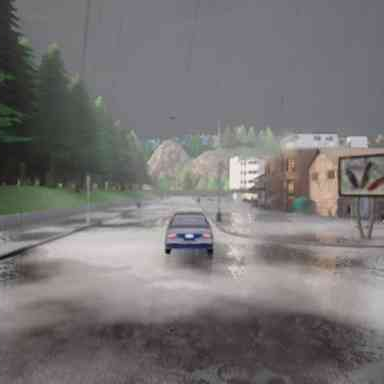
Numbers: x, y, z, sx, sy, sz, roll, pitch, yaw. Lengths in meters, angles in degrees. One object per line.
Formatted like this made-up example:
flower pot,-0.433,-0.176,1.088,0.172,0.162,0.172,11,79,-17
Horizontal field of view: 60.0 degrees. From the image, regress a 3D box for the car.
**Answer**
car,-0.124,1.543,13.766,2.033,1.411,5.357,0,0,-1
